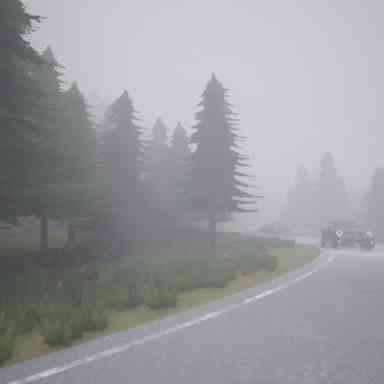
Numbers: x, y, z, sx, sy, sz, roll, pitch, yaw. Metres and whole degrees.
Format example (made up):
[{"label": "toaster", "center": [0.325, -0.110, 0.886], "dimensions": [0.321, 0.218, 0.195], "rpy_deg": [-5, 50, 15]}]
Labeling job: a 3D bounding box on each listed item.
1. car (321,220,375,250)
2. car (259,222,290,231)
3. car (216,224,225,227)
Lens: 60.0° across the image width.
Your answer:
[{"label": "car", "center": [9.212, 2.462, 19.983], "dimensions": [2.097, 1.767, 4.553], "rpy_deg": [1, -6, 11]}, {"label": "car", "center": [10.119, 4.568, 41.419], "dimensions": [2.097, 1.767, 4.553], "rpy_deg": [1, -5, -18]}, {"label": "car", "center": [4.903, 6.425, 60.752], "dimensions": [2.097, 1.767, 4.553], "rpy_deg": [0, -5, 11]}]
